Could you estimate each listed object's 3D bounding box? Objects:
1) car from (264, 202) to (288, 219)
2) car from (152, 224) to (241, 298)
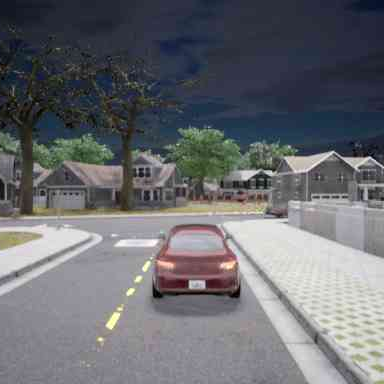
[{"bbox_3d":[9.104,1.574,29.136,5.357,1.411,2.033,0,0,-11],"label":"car"},{"bbox_3d":[0.092,1.521,8.353,1.812,1.442,4.674,0,0,0],"label":"car"}]
